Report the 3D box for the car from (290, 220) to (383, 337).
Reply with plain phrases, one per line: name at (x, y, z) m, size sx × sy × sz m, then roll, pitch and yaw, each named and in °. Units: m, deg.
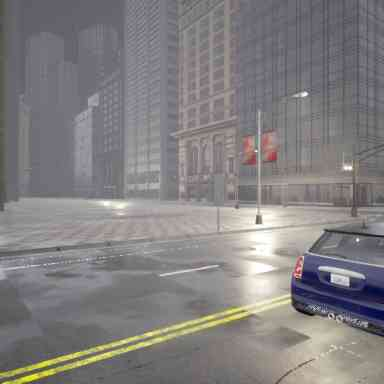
car at (3.974, 1.352, 6.293) m, size 4.553 × 1.767 × 2.097 m, roll 0°, pitch 0°, yaw -36°
